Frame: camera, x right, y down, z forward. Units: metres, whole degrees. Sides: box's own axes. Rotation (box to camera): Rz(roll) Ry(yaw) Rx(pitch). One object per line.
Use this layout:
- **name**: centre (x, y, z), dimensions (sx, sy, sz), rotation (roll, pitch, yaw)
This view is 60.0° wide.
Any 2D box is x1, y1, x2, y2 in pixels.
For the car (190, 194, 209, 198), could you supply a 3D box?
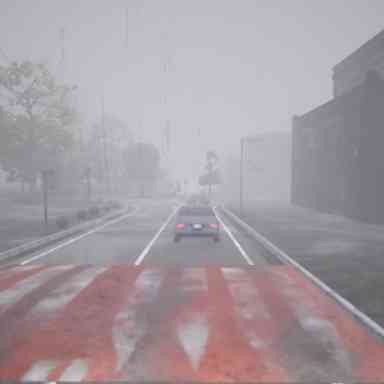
- **car**: centre (0.681, 0.843, 31.825), dimensions (1.994, 1.385, 4.181), rotation (0, 1, 4)

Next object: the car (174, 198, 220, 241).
- **car**: centre (0.190, 1.223, 14.574), dimensions (2.033, 1.411, 5.357), rotation (0, 1, 0)
